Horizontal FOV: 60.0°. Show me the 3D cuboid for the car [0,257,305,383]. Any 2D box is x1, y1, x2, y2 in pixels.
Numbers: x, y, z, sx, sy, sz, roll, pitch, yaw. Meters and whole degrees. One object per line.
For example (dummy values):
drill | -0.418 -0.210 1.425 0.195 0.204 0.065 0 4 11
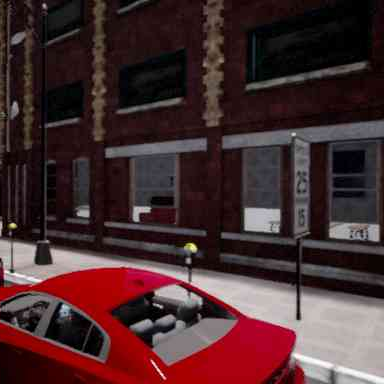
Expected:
car | -1.124 1.534 3.670 4.507 1.381 1.887 0 0 36
